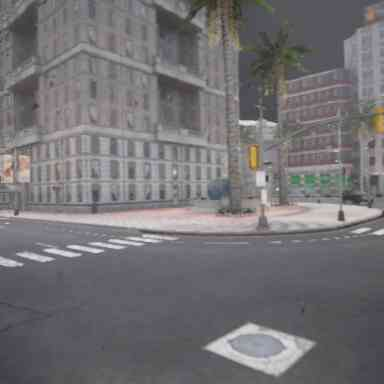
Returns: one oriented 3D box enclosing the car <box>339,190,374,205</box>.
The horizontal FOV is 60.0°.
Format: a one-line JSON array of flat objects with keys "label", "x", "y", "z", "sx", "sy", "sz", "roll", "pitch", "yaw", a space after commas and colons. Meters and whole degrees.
[{"label": "car", "x": 23.319, "y": 0.701, "z": 47.468, "sx": 2.150, "sy": 2.045, "sz": 5.566, "roll": -1, "pitch": 0, "yaw": -10}]
